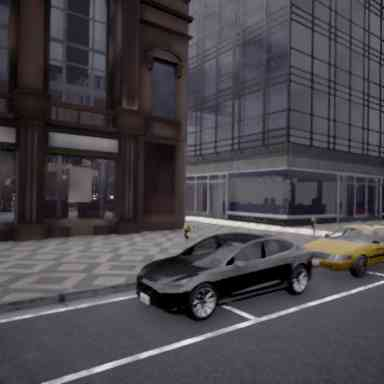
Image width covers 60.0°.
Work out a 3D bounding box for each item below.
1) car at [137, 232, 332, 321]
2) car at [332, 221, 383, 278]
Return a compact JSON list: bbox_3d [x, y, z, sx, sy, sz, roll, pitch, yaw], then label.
[{"bbox_3d":[0.911,1.618,7.408,4.313,1.339,1.947,1,0,-36],"label":"car"},{"bbox_3d":[5.352,1.635,10.576,4.829,1.417,1.752,1,0,-36],"label":"car"}]
